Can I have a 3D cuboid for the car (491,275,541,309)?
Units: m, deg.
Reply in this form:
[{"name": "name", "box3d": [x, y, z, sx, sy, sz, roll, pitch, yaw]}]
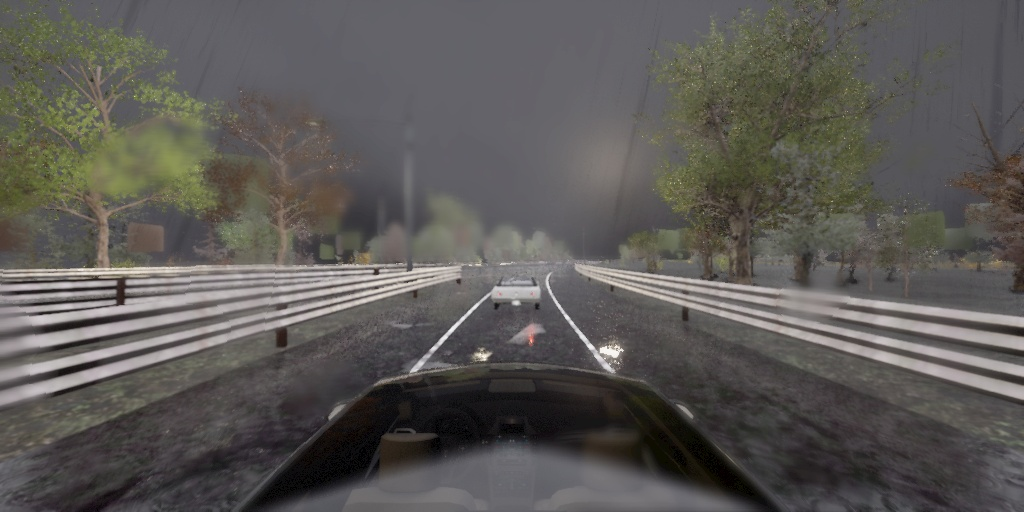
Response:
[{"name": "car", "box3d": [0.248, 1.474, 15.627, 1.895, 1.301, 4.718, 0, 0, 2]}]
